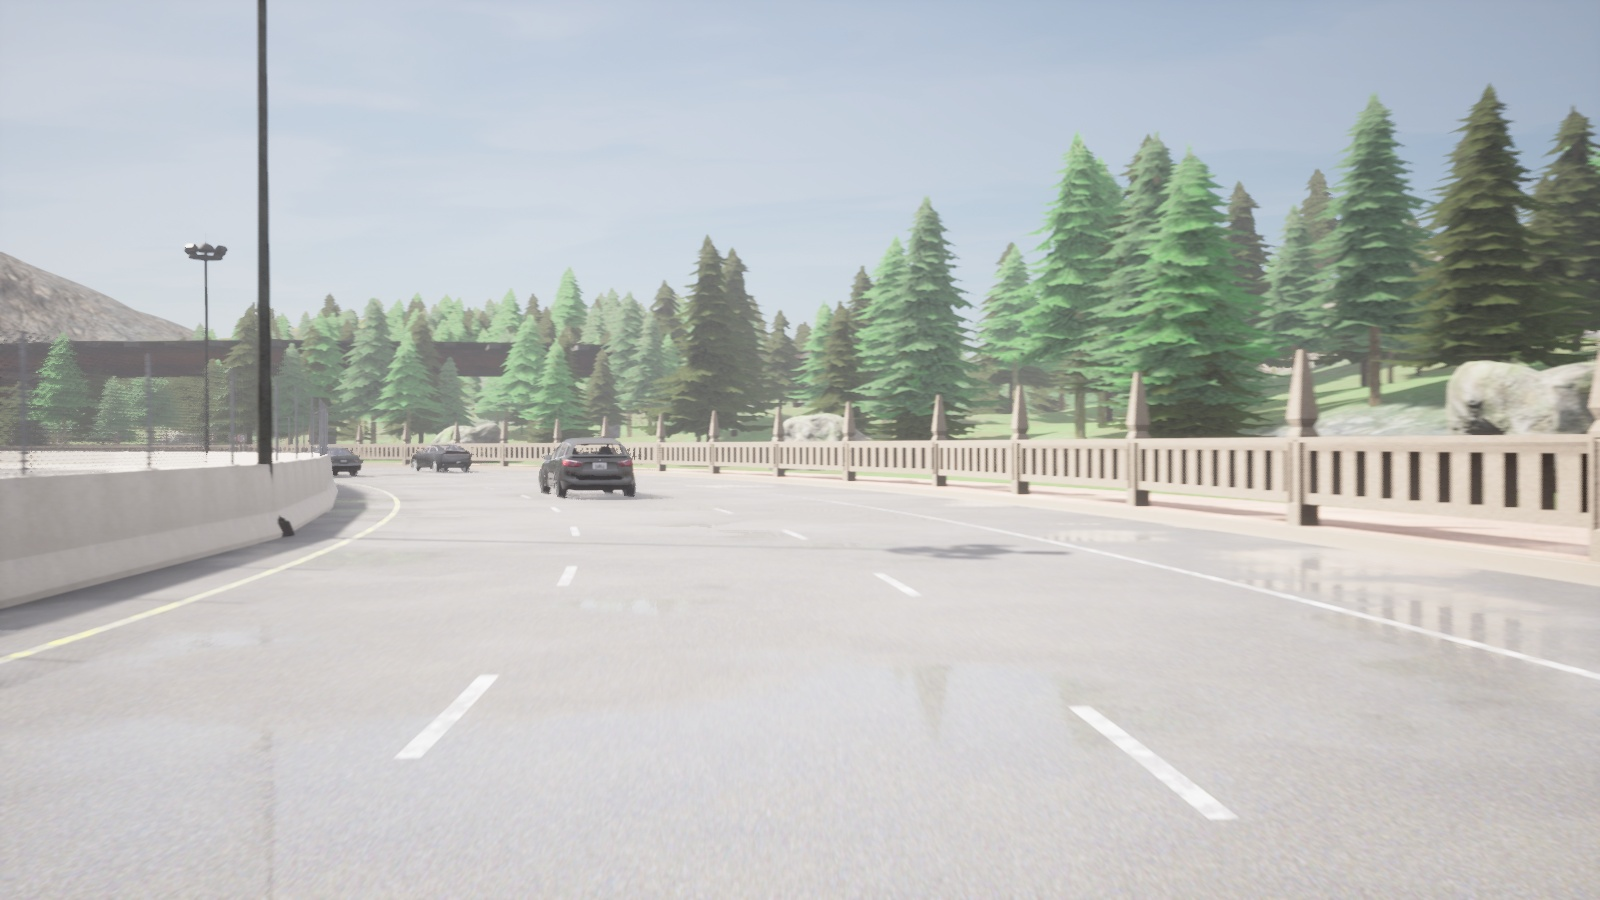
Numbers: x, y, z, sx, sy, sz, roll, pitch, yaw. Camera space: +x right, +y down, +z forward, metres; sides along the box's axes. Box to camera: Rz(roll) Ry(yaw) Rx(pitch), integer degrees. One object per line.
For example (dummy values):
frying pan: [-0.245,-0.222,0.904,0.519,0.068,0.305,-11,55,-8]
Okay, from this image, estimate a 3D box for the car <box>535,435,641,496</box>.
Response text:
car: [-6.232,0.405,36.476,2.242,1.667,4.611,0,0,-20]

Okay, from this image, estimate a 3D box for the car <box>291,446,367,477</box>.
car: [-22.786,0.518,60.565,2.033,1.411,5.357,0,0,-37]

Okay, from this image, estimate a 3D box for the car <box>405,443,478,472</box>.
car: [-19.327,0.379,67.532,2.128,1.511,4.902,0,0,-37]
